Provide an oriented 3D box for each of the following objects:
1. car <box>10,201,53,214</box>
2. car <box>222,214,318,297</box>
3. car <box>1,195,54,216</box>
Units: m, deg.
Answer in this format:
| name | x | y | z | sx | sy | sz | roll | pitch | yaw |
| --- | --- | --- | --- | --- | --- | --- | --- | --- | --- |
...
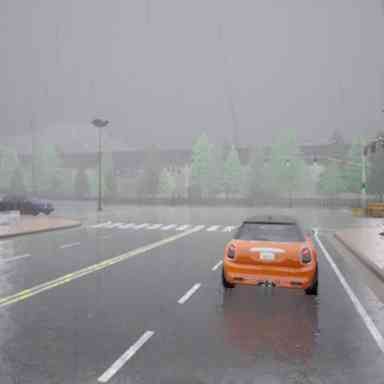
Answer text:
| name | x | y | z | sx | sy | sz | roll | pitch | yaw |
| --- | --- | --- | --- | --- | --- | --- | --- | --- | --- |
| car | -18.640 | 1.727 | 38.568 | 4.181 | 1.385 | 1.994 | 0 | 0 | 15 |
| car | 2.232 | 1.409 | 9.140 | 2.097 | 1.767 | 4.553 | 0 | 0 | 17 |
| car | -17.164 | 1.371 | 34.569 | 5.566 | 2.045 | 2.150 | 0 | 0 | 15 |
